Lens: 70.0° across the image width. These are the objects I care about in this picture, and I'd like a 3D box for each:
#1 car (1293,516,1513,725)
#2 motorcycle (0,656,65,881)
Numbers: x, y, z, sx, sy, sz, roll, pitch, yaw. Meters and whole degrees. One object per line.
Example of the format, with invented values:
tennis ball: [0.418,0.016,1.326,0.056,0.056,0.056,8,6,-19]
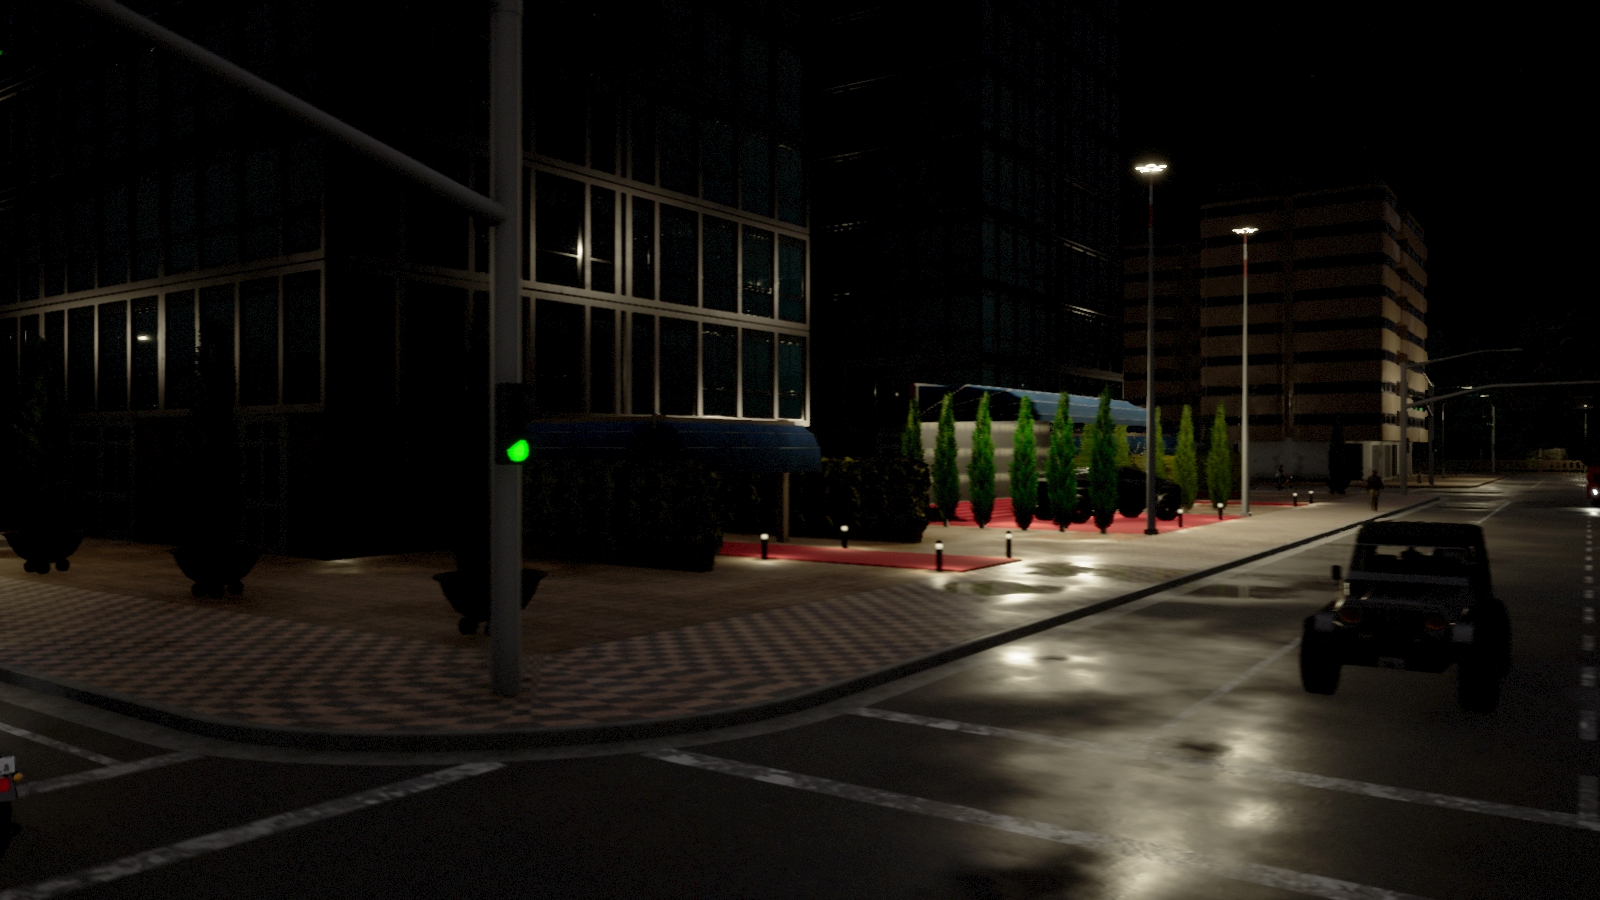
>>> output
car: [7.355,1.857,13.743,1.905,1.878,3.866,0,0,35]
motorcycle: [-6.165,2.154,8.102,2.356,1.307,0.764,0,0,35]
